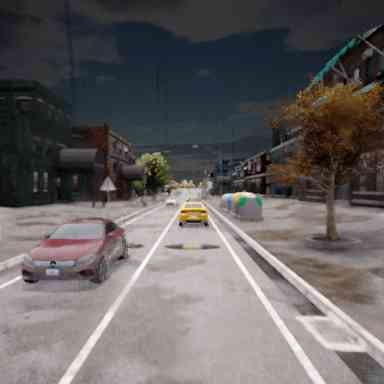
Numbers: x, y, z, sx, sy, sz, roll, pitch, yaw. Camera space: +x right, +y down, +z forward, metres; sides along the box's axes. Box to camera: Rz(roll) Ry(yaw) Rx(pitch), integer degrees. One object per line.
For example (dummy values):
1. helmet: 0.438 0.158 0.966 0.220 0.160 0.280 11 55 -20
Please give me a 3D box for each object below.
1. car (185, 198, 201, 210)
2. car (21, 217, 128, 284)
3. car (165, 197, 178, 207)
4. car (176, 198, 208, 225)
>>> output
1. car: 0.098 1.489 41.955 1.994 1.385 4.181 0 0 0
2. car: -3.091 1.507 9.704 1.812 1.442 4.674 0 0 0
3. car: -3.072 1.456 50.825 1.812 1.442 4.674 0 0 0
4. car: 0.097 1.435 23.520 1.882 1.535 5.008 0 0 0
